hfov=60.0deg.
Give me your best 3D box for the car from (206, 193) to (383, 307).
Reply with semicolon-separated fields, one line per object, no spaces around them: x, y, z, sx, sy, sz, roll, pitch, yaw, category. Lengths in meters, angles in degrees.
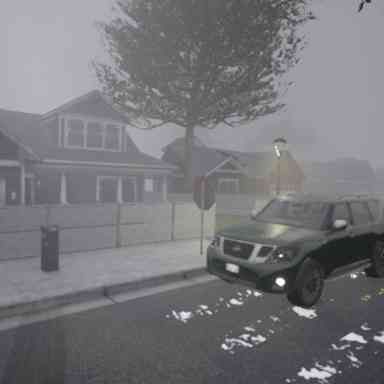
2.876;1.079;8.067;5.566;2.045;2.150;0;2;-40;car
